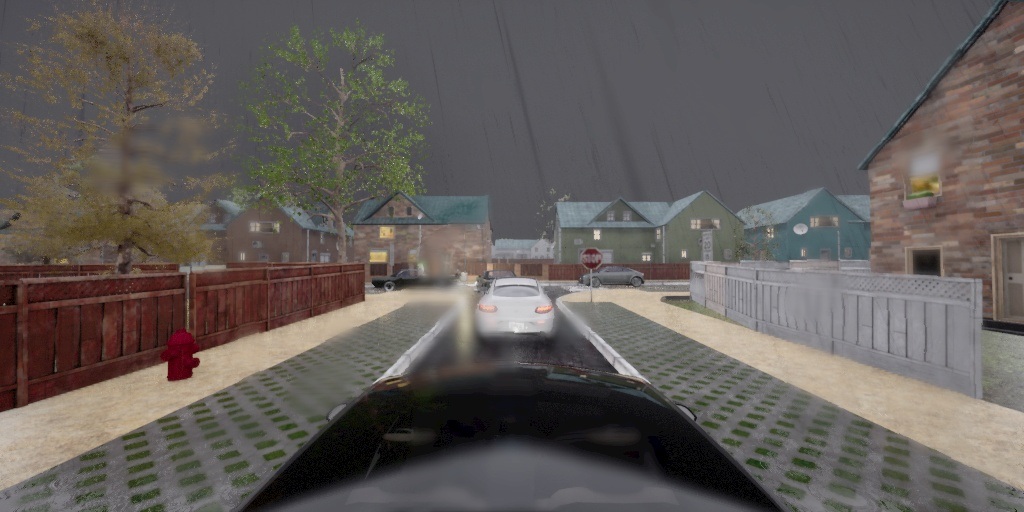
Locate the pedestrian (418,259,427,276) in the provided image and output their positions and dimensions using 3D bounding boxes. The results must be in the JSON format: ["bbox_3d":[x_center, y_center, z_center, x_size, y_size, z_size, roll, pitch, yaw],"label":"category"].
[{"bbox_3d":[-6.718,1.119,26.797,0.375,1.860,0.375,0,-1,1],"label":"pedestrian"}]

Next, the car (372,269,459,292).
[{"bbox_3d":[-5.496,1.416,20.913,4.718,1.301,1.895,-1,-1,1],"label":"car"}]

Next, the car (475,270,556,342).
[{"bbox_3d":[0.097,1.280,9.713,1.812,1.442,4.674,0,0,0],"label":"car"}]

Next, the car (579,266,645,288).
[{"bbox_3d":[6.523,1.344,23.712,4.181,1.385,1.994,0,-1,1],"label":"car"}]
